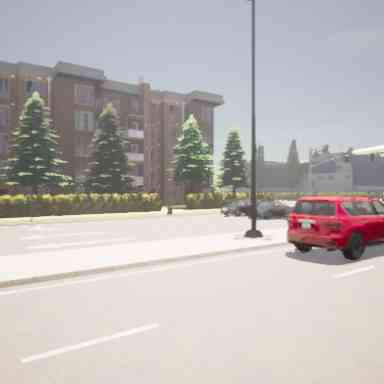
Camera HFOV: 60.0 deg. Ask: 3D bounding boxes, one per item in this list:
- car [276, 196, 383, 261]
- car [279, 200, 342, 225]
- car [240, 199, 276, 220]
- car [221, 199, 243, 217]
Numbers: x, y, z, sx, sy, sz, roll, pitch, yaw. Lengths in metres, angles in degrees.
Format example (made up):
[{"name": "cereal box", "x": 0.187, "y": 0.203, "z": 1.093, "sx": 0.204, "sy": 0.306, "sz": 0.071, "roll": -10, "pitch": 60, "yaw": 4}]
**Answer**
[{"name": "car", "x": 5.913, "y": 1.176, "z": 12.303, "sx": 5.566, "sy": 2.045, "sz": 2.150, "roll": 0, "pitch": 0, "yaw": -35}, {"name": "car", "x": 8.744, "y": 1.423, "z": 24.369, "sx": 4.892, "sy": 1.490, "sz": 1.837, "roll": 0, "pitch": 0, "yaw": -36}, {"name": "car", "x": 6.331, "y": 1.484, "z": 26.948, "sx": 4.181, "sy": 1.385, "sz": 1.994, "roll": 0, "pitch": 0, "yaw": -36}, {"name": "car", "x": 4.761, "y": 1.409, "z": 30.126, "sx": 4.902, "sy": 1.511, "sz": 2.128, "roll": 0, "pitch": 0, "yaw": -36}]
